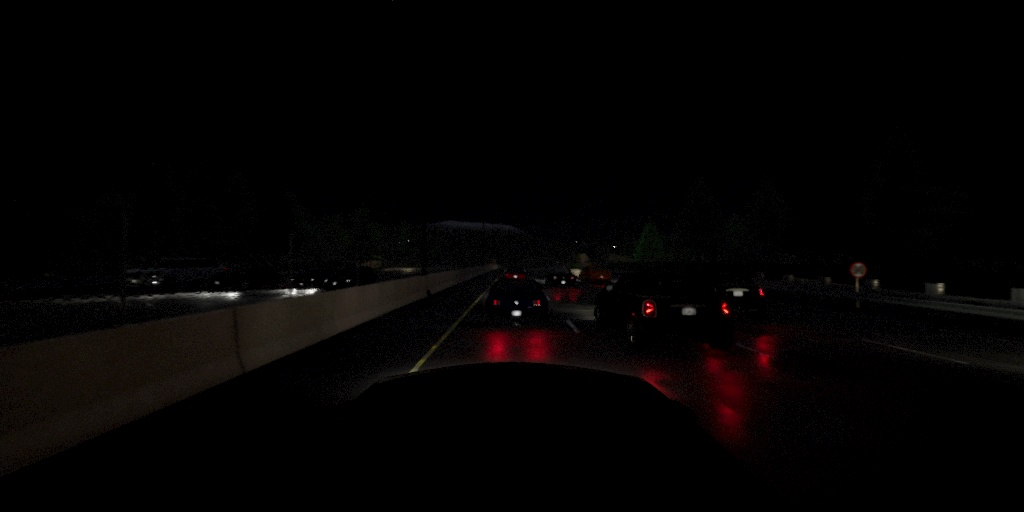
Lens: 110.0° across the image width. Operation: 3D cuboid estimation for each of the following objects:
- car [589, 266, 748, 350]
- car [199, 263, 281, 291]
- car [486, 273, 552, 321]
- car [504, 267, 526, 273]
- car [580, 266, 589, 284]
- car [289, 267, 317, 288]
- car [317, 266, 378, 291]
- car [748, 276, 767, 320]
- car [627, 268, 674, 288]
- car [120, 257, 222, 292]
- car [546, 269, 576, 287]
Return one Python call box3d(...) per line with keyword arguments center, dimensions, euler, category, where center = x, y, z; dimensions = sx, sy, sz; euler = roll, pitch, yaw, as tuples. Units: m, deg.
box3d(center=(3.639, 1.178, 9.466), dimensions=(2.097, 1.767, 4.553), euler=(0, -1, 0), category="car")
box3d(center=(-17.431, 1.414, 23.666), dimensions=(1.837, 1.490, 4.892), euler=(0, -1, 1), category="car")
box3d(center=(0.159, 1.450, 12.947), dimensions=(1.895, 1.301, 4.718), euler=(0, -1, 0), category="car")
box3d(center=(0.269, 1.633, 30.567), dimensions=(1.994, 1.385, 4.181), euler=(0, -1, 0), category="car")
box3d(center=(7.274, 1.587, 31.496), dimensions=(1.882, 1.535, 5.008), euler=(0, -1, 0), category="car")
box3d(center=(-13.888, 1.505, 26.394), dimensions=(2.033, 1.411, 5.357), euler=(0, -1, 1), category="car")
box3d(center=(-10.431, 1.443, 23.611), dimensions=(1.837, 1.490, 4.892), euler=(0, -1, 1), category="car")
box3d(center=(7.163, 1.236, 13.457), dimensions=(2.097, 1.767, 4.553), euler=(0, -1, 0), category="car")
box3d(center=(10.753, 1.683, 28.197), dimensions=(1.895, 1.301, 4.718), euler=(0, -1, 0), category="car")
box3d(center=(-20.943, 1.104, 22.641), dimensions=(2.150, 2.045, 5.566), euler=(0, -1, 1), category="car")
box3d(center=(3.753, 1.654, 28.253), dimensions=(1.895, 1.301, 4.718), euler=(0, -1, 0), category="car")
